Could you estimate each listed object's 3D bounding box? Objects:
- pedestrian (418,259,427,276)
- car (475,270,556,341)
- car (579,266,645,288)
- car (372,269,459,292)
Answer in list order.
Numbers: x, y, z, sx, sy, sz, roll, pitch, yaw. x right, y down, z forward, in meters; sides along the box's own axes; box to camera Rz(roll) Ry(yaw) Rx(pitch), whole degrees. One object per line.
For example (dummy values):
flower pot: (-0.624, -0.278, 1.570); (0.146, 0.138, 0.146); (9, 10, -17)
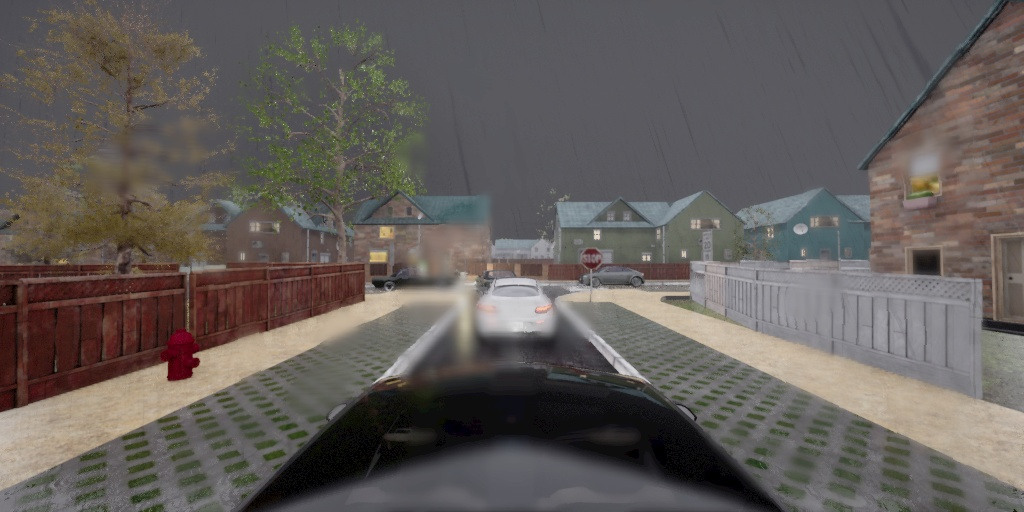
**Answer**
pedestrian: (-6.718, 1.117, 26.797); (0.375, 1.860, 0.375); (0, -1, 1)
car: (0.097, 1.279, 9.713); (1.812, 1.442, 4.674); (0, 0, 0)
car: (6.523, 1.343, 23.712); (4.181, 1.385, 1.994); (0, -1, 1)
car: (-5.496, 1.416, 20.913); (4.718, 1.301, 1.895); (-1, -1, 1)
